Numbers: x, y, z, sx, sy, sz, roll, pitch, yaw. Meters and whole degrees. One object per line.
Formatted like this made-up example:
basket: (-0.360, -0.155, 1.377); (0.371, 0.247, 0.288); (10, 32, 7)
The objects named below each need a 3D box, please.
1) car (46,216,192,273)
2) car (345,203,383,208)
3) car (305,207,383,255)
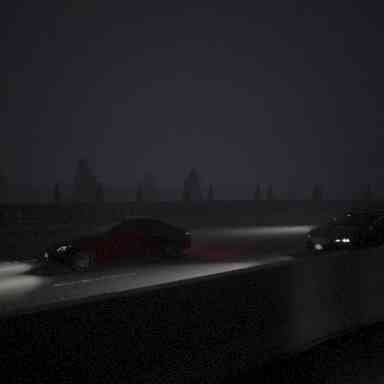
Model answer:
car: (-2.190, 1.523, 10.753); (4.674, 1.442, 1.812); (0, 0, -33)
car: (11.447, 1.481, 22.365); (4.902, 1.511, 2.128); (0, 0, -24)
car: (6.183, 1.486, 11.837); (4.902, 1.511, 2.128); (0, 0, -29)
